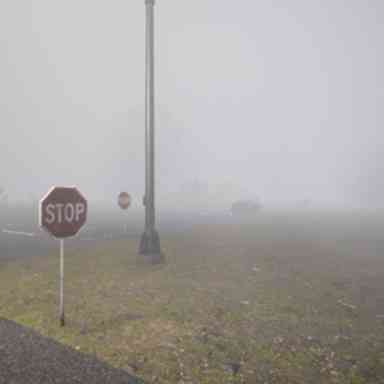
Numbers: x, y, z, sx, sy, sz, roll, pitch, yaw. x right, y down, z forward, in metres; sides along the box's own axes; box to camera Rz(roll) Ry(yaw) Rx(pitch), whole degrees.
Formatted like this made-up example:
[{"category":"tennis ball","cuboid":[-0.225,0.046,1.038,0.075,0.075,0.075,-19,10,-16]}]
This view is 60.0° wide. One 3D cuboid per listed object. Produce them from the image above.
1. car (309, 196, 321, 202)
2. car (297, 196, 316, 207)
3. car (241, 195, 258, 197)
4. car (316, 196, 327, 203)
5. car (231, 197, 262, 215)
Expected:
[{"category":"car","cuboid":[32.479,1.761,88.011,1.837,1.490,4.892,0,0,34]},{"category":"car","cuboid":[18.791,1.733,55.442,1.812,1.442,4.674,0,0,31]},{"category":"car","cuboid":[8.921,1.436,53.022,2.150,2.045,5.566,0,0,34]},{"category":"car","cuboid":[29.634,1.788,75.935,2.033,1.411,5.357,0,0,28]},{"category":"car","cuboid":[5.986,1.634,36.108,2.128,1.511,4.902,0,0,34]}]
